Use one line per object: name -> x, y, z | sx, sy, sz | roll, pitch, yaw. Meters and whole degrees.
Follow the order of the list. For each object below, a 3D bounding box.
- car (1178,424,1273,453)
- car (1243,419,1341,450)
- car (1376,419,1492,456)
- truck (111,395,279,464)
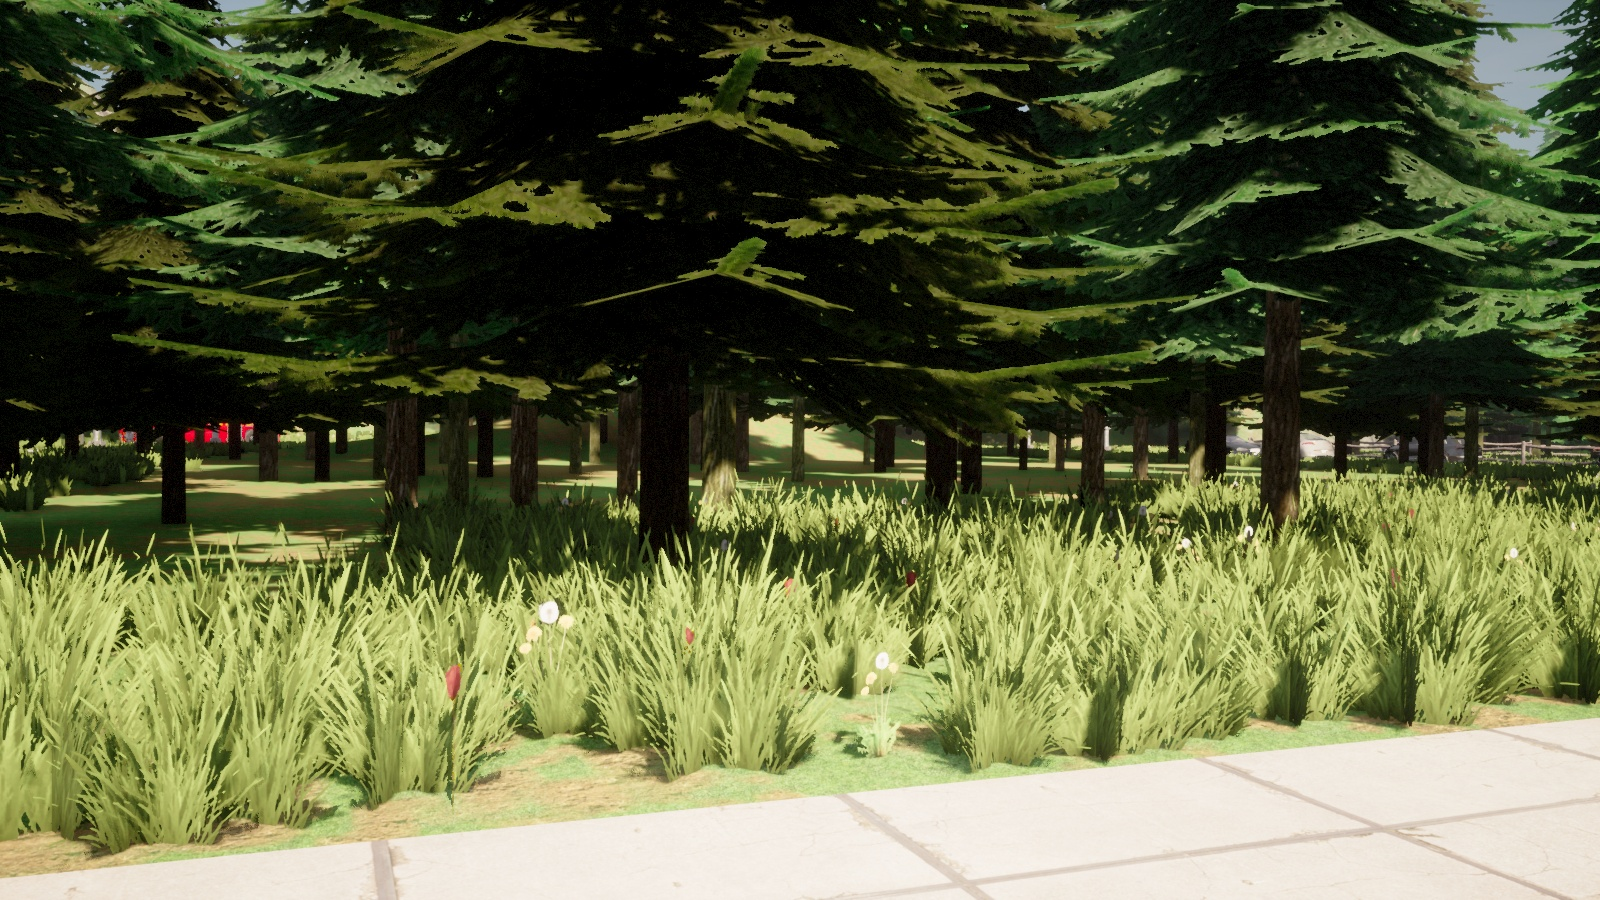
car -> 23.064, -0.632, 68.225 | 2.128, 1.511, 4.902 | -1, 1, -23
car -> 26.747, -0.852, 68.436 | 2.152, 1.651, 5.027 | -1, 1, -20
car -> 29.944, -0.590, 59.509 | 2.033, 1.649, 4.856 | -1, 1, -20
truck -> -35.417, -1.213, 73.895 | 2.891, 3.827, 8.468 | 0, 1, 37
